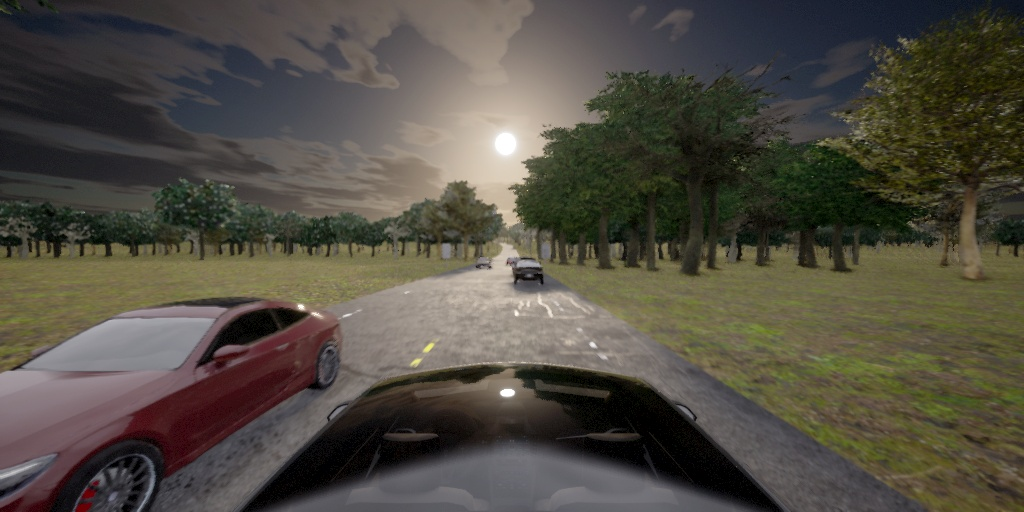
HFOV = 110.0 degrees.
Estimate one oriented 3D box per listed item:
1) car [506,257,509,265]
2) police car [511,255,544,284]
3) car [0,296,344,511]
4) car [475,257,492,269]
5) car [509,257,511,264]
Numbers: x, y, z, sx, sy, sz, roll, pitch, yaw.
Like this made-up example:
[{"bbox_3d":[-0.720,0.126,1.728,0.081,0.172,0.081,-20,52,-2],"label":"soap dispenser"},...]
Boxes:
[{"bbox_3d":[-0.018,0.807,59.539,1.994,1.385,4.181,0,0,0],"label":"car"},{"bbox_3d":[1.044,0.947,24.117,1.930,1.638,5.238,0,1,0],"label":"police car"},{"bbox_3d":[-3.595,1.250,3.993,1.812,1.442,4.674,0,1,0],"label":"car"},{"bbox_3d":[-3.575,0.881,45.698,2.033,1.411,5.357,0,0,1],"label":"car"},{"bbox_3d":[1.039,0.785,33.981,2.097,1.767,4.553,0,1,0],"label":"car"}]
